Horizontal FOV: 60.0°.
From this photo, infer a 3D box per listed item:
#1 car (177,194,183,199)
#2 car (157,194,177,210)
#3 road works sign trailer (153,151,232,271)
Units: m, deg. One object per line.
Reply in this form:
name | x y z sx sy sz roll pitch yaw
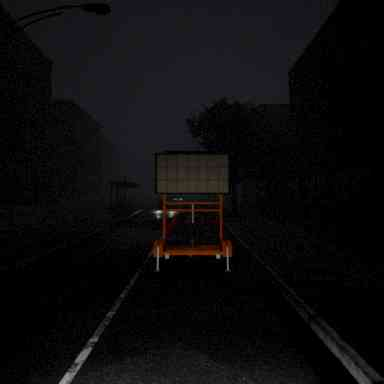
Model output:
car | -3.334 0.970 81.515 1.994 1.385 4.181 0 0 0
car | -3.113 1.340 40.132 1.882 1.535 5.008 0 1 0
road works sign trailer | 0.023 0.470 10.849 2.380 3.560 2.880 0 0 0
